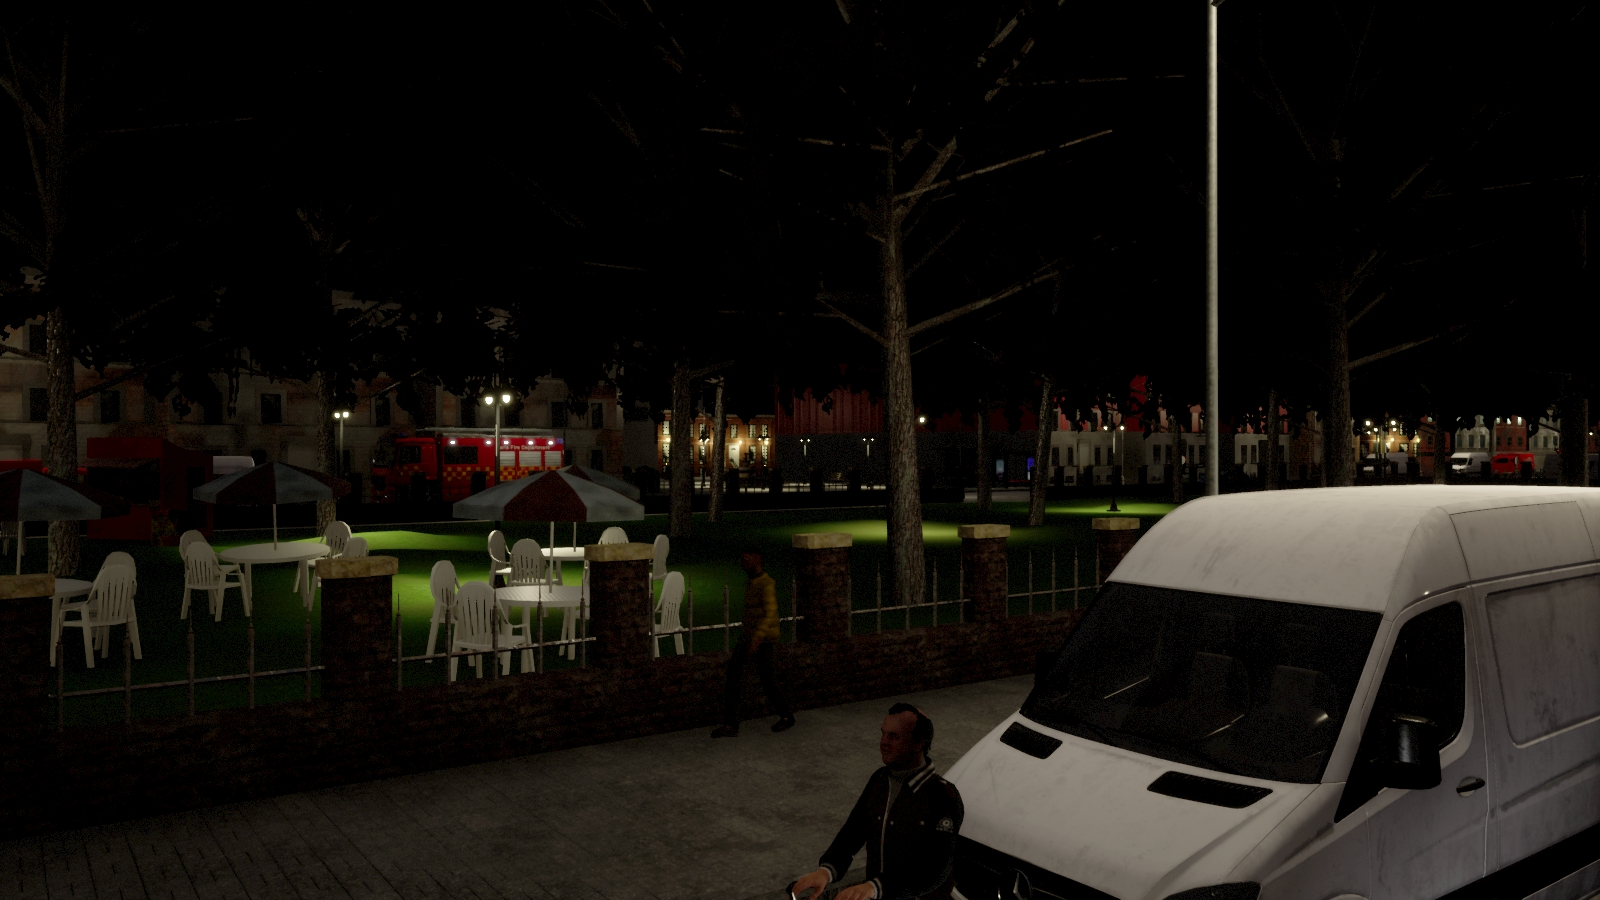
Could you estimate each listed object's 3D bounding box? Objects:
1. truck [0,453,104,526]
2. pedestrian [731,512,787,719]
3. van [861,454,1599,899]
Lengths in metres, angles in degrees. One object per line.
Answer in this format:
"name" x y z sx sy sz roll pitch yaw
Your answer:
"truck" -27.684 1.349 40.284 5.204 2.467 2.627 0 0 -35
"pedestrian" -0.386 1.525 10.692 0.375 1.860 0.375 0 0 -35
"van" 3.302 1.314 6.746 5.915 2.561 1.988 0 0 -35
